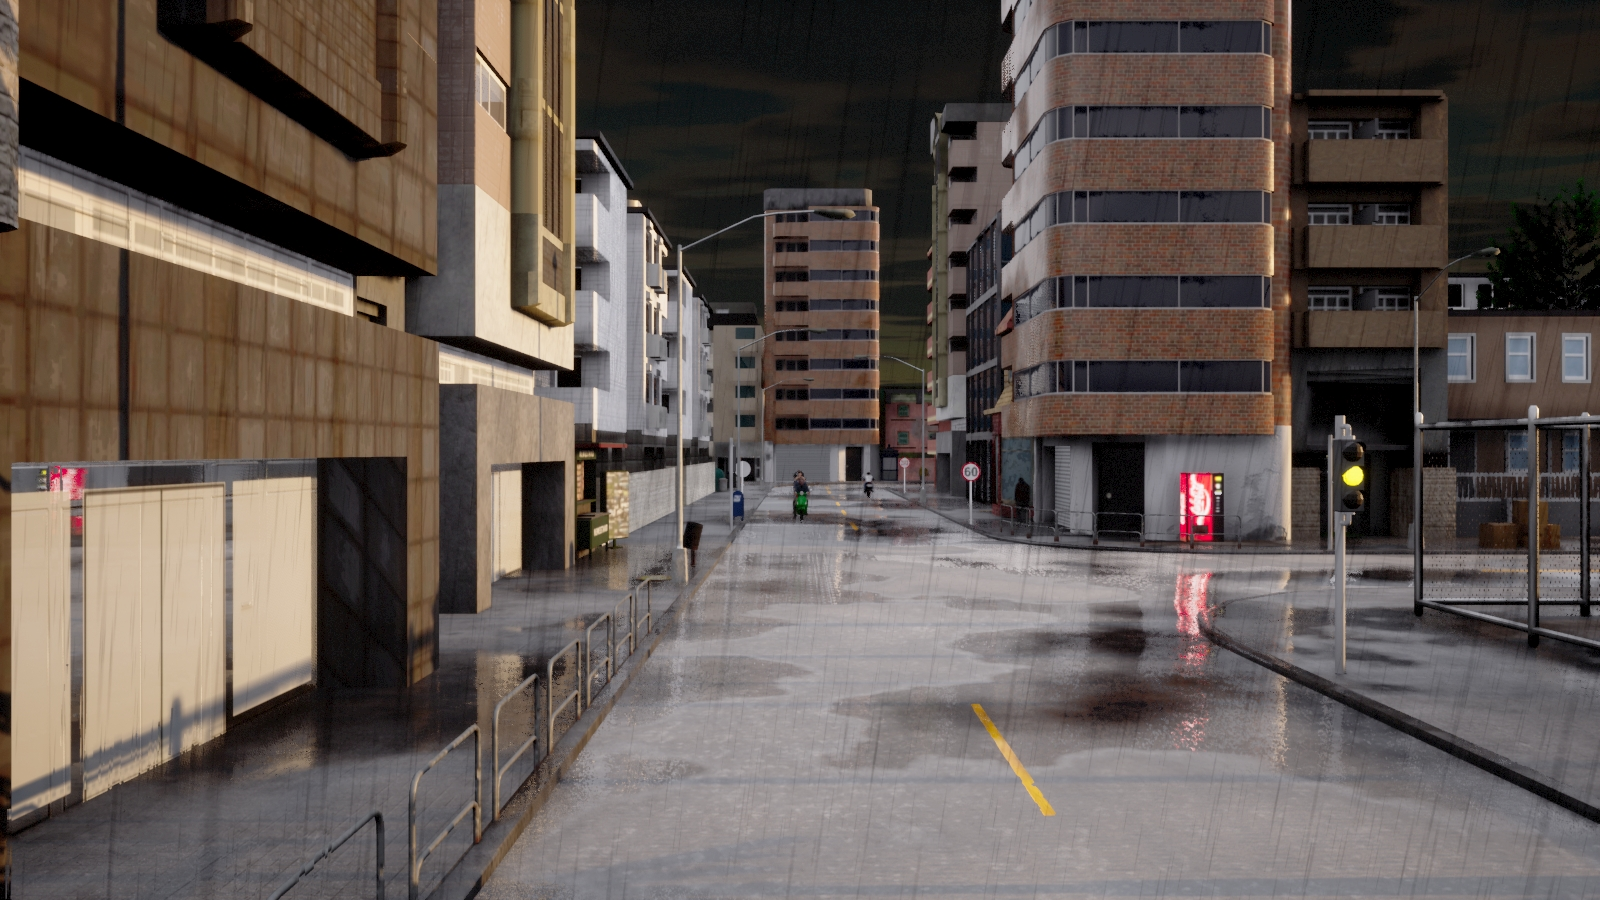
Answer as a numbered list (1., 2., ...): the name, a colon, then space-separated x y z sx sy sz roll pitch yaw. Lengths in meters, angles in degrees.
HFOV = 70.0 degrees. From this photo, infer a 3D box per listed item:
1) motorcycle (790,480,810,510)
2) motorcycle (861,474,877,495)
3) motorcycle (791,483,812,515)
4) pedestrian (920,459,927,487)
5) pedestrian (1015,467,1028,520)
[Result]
1. motorcycle: 0.019 1.970 50.389 0.856 1.236 1.805 0 0 0
2. motorcycle: 4.038 2.005 67.143 0.803 1.145 2.033 0 1 0
3. motorcycle: 0.063 1.970 46.521 0.856 1.236 1.805 0 0 0
4. pedestrian: 8.359 1.536 77.366 0.375 1.860 0.375 0 0 15
5. pedestrian: 7.810 1.523 40.335 0.375 1.860 0.375 0 0 -4
